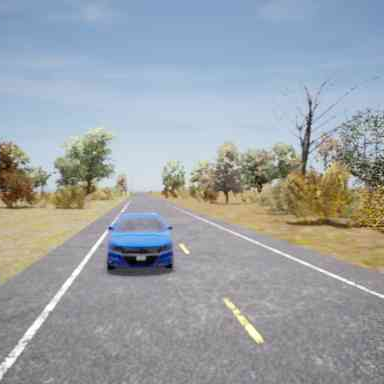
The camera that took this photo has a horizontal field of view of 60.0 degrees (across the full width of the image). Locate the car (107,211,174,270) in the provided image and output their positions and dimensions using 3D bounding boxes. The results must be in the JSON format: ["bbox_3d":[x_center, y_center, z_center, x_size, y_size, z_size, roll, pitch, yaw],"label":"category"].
[{"bbox_3d":[-1.736,1.467,11.217,1.882,1.535,5.008,1,0,-9],"label":"car"}]
